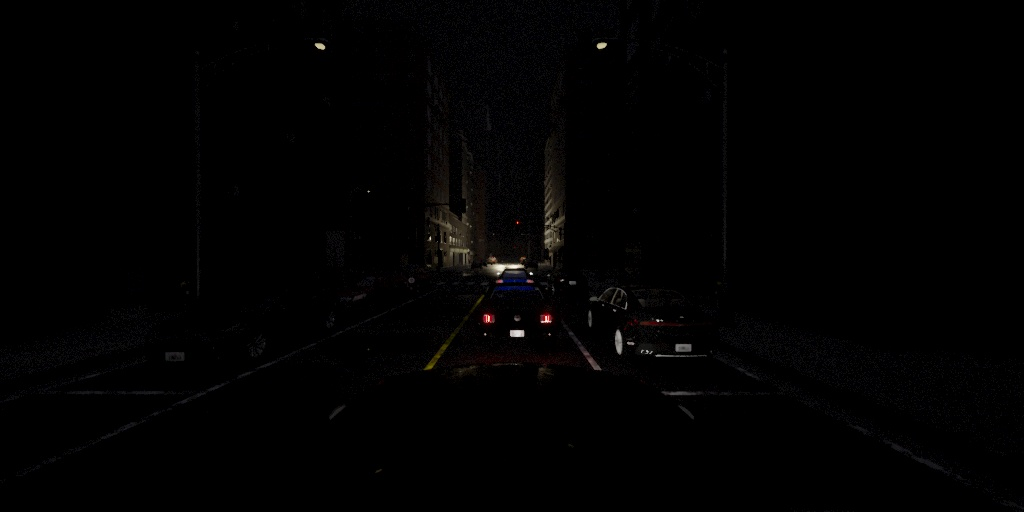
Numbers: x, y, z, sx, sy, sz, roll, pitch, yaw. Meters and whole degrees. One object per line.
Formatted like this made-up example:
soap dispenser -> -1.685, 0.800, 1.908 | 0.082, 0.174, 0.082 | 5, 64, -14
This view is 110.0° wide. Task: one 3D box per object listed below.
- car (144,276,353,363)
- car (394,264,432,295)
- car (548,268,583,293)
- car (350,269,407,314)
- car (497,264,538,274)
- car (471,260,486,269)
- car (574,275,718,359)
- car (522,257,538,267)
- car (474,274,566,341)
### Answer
car -> -5.650, 1.315, 8.197 | 1.948, 1.339, 4.313 | 0, 0, 0
car -> -5.619, 1.189, 19.200 | 1.967, 1.591, 4.097 | 0, 0, 0
car -> 2.907, 1.316, 19.175 | 1.948, 1.339, 4.313 | 0, 0, 0
car -> -5.635, 1.331, 13.698 | 1.802, 1.307, 4.207 | 0, 0, 0
car -> 0.145, 1.314, 18.556 | 1.994, 1.385, 4.181 | 0, 0, 1
car -> -5.477, 1.365, 56.301 | 1.802, 1.307, 4.207 | 0, 0, 0
car -> 2.875, 1.300, 8.172 | 2.007, 1.370, 4.403 | 0, 0, 0
car -> 3.048, 1.223, 56.264 | 1.967, 1.591, 4.097 | 0, 0, 0
car -> 0.118, 1.350, 9.797 | 1.895, 1.301, 4.718 | 0, 0, 0
